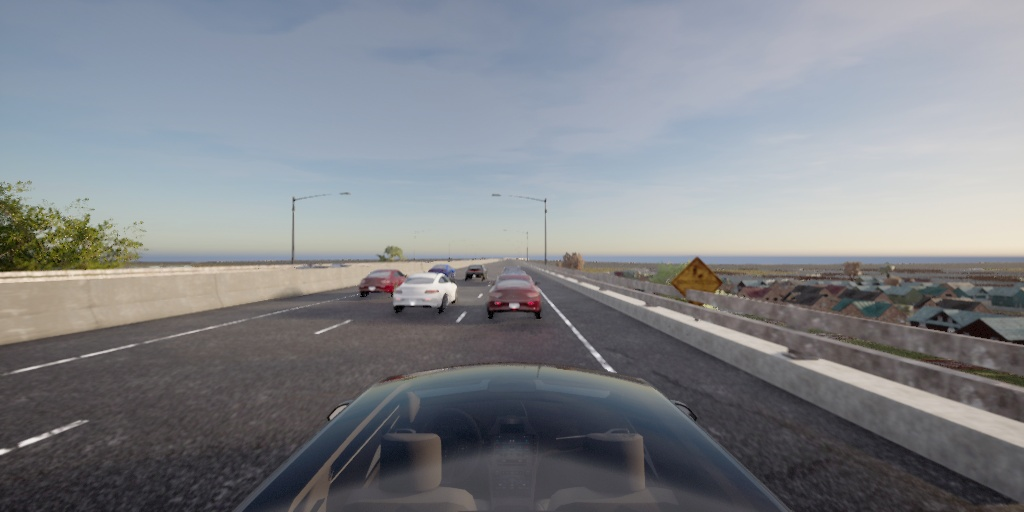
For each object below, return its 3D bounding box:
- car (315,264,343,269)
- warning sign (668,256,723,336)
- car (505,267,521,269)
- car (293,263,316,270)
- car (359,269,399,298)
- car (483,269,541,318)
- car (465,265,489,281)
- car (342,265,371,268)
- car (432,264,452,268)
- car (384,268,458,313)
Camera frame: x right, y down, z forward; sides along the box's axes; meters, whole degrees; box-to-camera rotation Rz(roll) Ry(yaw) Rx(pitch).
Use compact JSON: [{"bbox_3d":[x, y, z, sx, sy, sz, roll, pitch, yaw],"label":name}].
[{"bbox_3d":[-21.066,1.677,42.928,1.812,1.442,4.674,0,-1,0],"label":"car"},{"bbox_3d":[4.554,0.938,8.892,1.300,1.860,1.060,0,0,0],"label":"warning sign"},{"bbox_3d":[0.101,1.575,29.713,2.033,1.411,5.357,0,-1,0],"label":"car"},{"bbox_3d":[-24.563,1.648,43.465,2.128,1.511,4.902,0,-1,0],"label":"car"},{"bbox_3d":[-6.895,1.458,19.977,1.812,1.442,4.674,0,-1,0],"label":"car"},{"bbox_3d":[0.084,1.394,13.516,1.812,1.442,4.674,0,0,0],"label":"car"},{"bbox_3d":[-3.387,1.579,34.710,1.837,1.490,4.892,0,-1,0],"label":"car"},{"bbox_3d":[-17.571,1.744,42.022,1.895,1.301,4.718,0,-1,0],"label":"car"},{"bbox_3d":[-6.885,1.561,35.651,1.882,1.535,5.008,0,0,0],"label":"car"},{"bbox_3d":[-3.409,1.405,14.664,1.812,1.442,4.674,0,0,0],"label":"car"}]
